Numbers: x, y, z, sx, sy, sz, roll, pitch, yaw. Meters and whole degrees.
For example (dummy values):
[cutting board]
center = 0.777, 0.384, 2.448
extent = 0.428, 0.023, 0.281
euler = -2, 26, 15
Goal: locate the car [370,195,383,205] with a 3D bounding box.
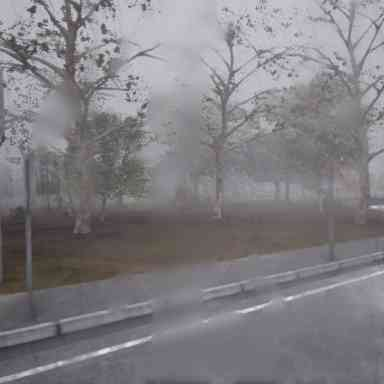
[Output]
[car]
center = 25.848, 1.096, 45.899
extent = 1.994, 1.385, 4.181
euler = -1, 1, 22
